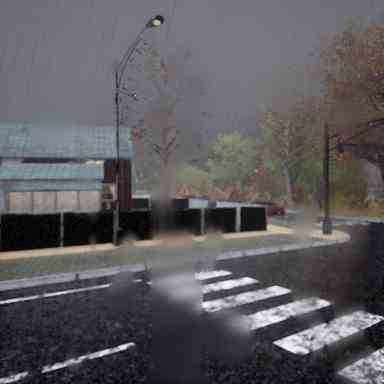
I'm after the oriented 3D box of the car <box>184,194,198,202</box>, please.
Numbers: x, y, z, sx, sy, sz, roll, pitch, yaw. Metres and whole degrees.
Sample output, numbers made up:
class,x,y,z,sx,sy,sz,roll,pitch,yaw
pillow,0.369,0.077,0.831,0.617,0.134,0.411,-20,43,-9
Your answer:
class,x,y,z,sx,sy,sz,roll,pitch,yaw
car,-0.280,1.234,71.795,1.837,1.490,4.892,-1,0,-15

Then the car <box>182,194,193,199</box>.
class,x,y,z,sx,sy,sz,roll,pitch,yaw
car,-1.013,1.487,63.761,1.837,1.490,4.892,-1,0,-14

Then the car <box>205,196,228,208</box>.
class,x,y,z,sx,sy,sz,roll,pitch,yaw
car,3.857,1.610,45.062,2.033,1.411,5.357,-1,0,-15

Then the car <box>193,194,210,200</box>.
class,x,y,z,sx,sy,sz,roll,pitch,yaw
car,2.286,1.296,62.095,2.097,1.767,4.553,-1,0,-15

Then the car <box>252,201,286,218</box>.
class,x,y,z,sx,sy,sz,roll,pitch,yaw
car,7.211,1.598,32.366,1.882,1.535,5.008,-1,1,-15
